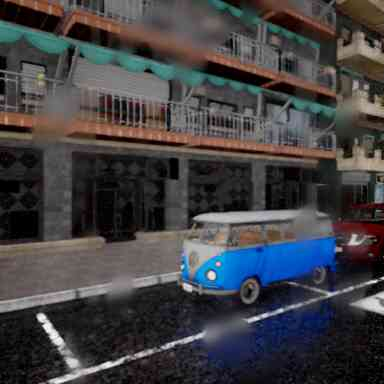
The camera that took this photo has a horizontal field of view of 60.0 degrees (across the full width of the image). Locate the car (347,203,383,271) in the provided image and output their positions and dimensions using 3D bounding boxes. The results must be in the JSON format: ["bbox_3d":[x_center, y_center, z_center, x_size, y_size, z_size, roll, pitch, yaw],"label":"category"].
[{"bbox_3d":[6.235,1.316,11.004,5.009,1.841,2.192,0,0,-35],"label":"car"}]

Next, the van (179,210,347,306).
[{"bbox_3d":[1.627,1.339,7.718,3.998,1.788,1.690,0,0,-35],"label":"van"}]
